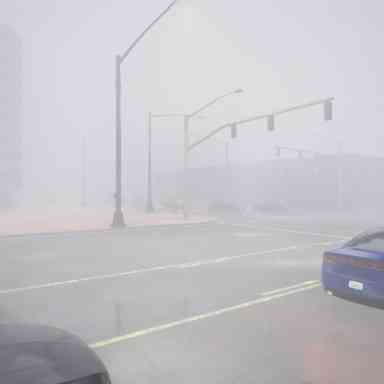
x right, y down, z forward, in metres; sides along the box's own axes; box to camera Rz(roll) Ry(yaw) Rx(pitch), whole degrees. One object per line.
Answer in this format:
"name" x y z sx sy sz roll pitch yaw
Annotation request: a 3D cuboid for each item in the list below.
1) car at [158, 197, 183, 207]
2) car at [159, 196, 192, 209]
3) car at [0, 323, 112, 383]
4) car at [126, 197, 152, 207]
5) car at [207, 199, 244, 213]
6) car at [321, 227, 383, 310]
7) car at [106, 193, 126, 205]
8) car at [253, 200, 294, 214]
"car" -3.420 1.526 52.577 1.812 1.442 4.674 0 0 -35
"car" -1.994 1.352 44.219 2.097 1.767 4.553 0 0 -35
"car" -2.842 1.505 1.727 4.892 1.490 1.837 0 0 -35
"car" -7.979 1.492 52.621 2.128 1.511 4.902 0 0 -35
"car" 3.602 1.492 36.379 2.128 1.511 4.902 0 0 -35
"car" 4.890 1.478 7.235 5.008 1.535 1.882 0 0 -35
"car" -13.991 1.222 61.128 2.150 2.045 5.566 0 0 -37
"car" 8.593 1.526 35.427 1.812 1.442 4.674 0 0 -36
